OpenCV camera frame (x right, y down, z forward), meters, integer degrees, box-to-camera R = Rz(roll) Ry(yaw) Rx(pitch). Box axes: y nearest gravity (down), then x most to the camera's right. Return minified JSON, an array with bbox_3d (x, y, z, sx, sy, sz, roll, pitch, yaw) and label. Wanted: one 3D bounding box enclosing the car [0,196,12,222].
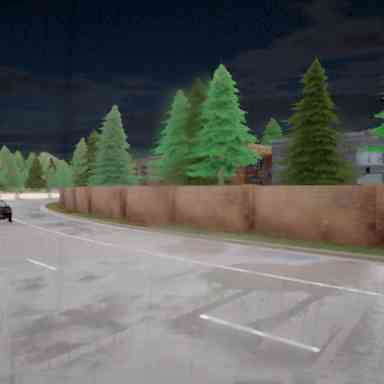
[{"bbox_3d":[-14.050,1.289,23.444,1.882,1.535,5.008,0,1,-38],"label":"car"}]
